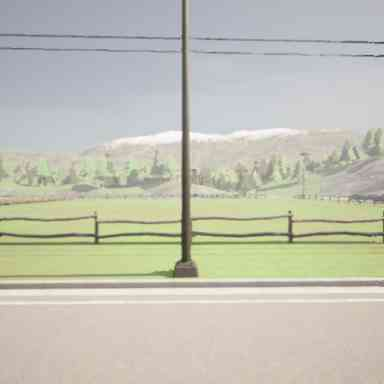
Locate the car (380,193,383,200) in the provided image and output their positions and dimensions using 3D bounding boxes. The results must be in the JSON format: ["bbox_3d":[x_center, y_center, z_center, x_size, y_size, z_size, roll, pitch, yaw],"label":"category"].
[{"bbox_3d":[41.368,1.001,68.936,1.882,1.535,5.008,0,0,0],"label":"car"}]

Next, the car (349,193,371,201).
[{"bbox_3d":[34.368,1.060,68.917,1.837,1.490,4.892,0,0,0],"label":"car"}]

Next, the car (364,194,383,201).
[{"bbox_3d":[37.868,1.067,68.927,1.812,1.442,4.674,0,0,0],"label":"car"}]

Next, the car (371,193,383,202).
[{"bbox_3d":[34.397,0.997,58.763,2.097,1.767,4.553,0,0,0],"label":"car"}]
